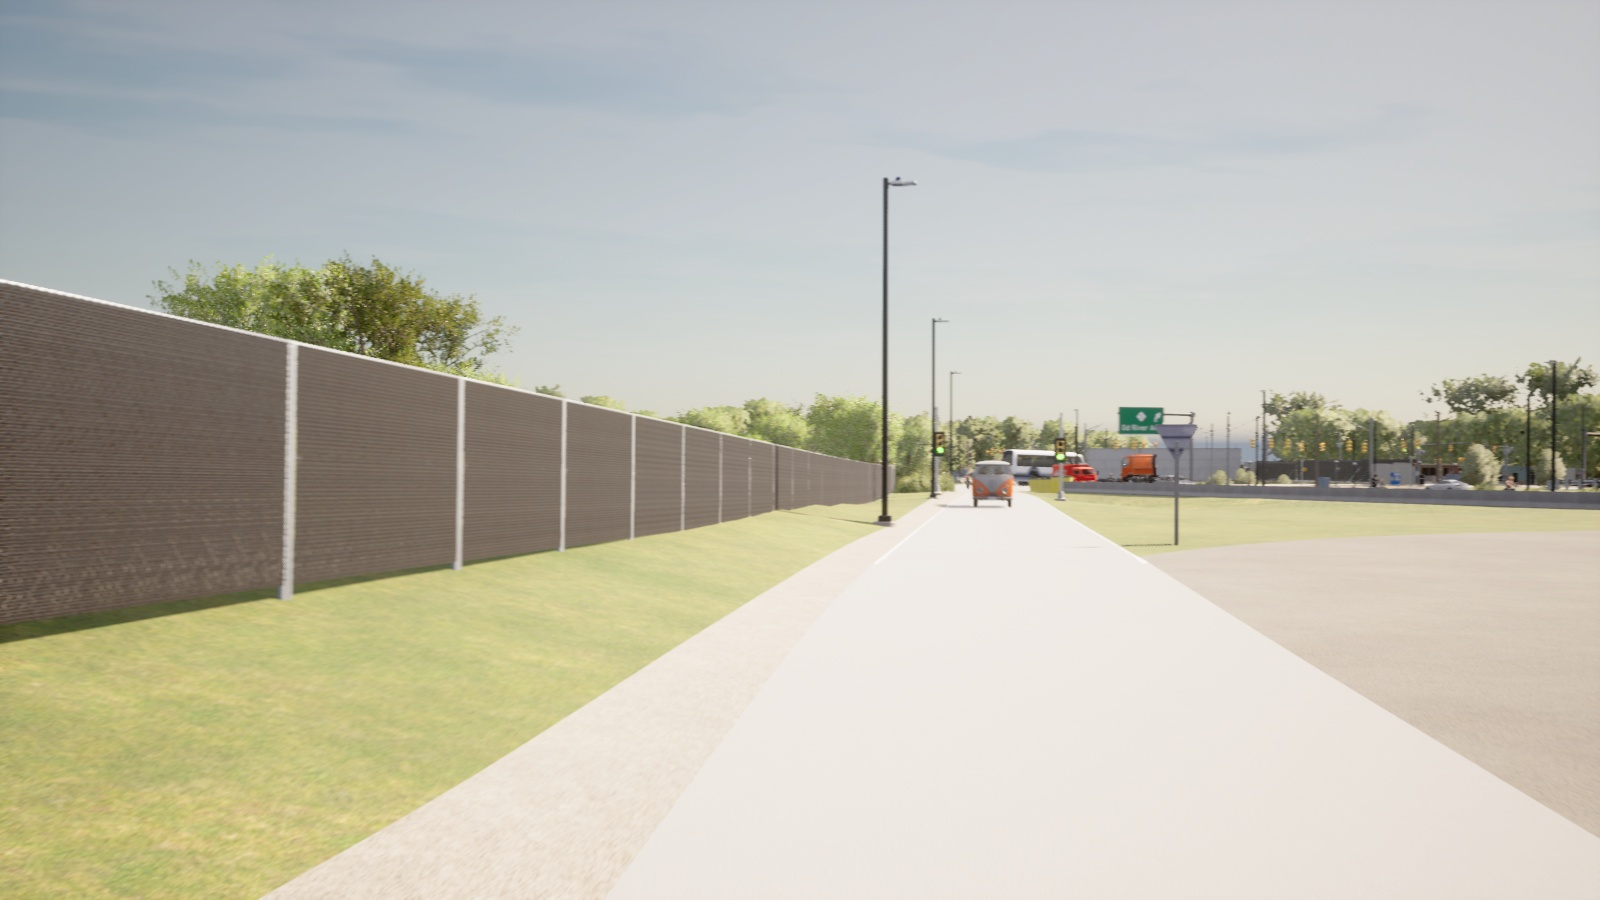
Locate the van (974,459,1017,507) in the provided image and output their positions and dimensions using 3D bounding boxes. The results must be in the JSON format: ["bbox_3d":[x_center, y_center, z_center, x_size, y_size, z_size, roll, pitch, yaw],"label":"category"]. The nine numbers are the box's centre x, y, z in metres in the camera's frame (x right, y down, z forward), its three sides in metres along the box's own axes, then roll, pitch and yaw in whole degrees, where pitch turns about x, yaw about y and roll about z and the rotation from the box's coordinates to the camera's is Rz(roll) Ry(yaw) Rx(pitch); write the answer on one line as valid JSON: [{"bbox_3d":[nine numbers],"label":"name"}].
[{"bbox_3d":[8.450,1.402,54.245,1.775,1.987,4.442,0,-1,9],"label":"van"}]
